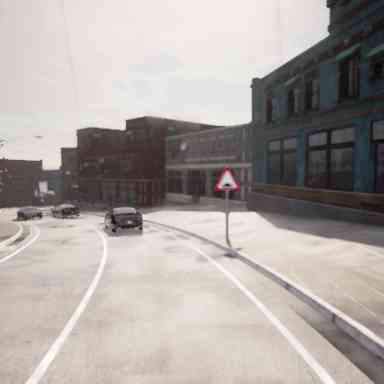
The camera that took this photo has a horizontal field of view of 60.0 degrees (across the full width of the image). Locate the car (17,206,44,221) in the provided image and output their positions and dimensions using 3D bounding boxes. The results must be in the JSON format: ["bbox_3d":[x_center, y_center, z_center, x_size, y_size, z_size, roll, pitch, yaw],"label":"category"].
[{"bbox_3d":[-18.504,2.392,37.897,1.837,1.490,4.892,-4,0,-41],"label":"car"}]

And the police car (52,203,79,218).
[{"bbox_3d":[-14.909,2.092,38.936,1.930,1.638,5.238,-3,0,-40],"label":"police car"}]

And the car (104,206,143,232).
[{"bbox_3d":[-4.571,1.681,21.841,1.882,1.535,5.008,-2,0,-21],"label":"car"}]
